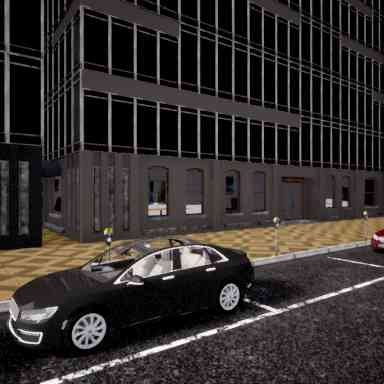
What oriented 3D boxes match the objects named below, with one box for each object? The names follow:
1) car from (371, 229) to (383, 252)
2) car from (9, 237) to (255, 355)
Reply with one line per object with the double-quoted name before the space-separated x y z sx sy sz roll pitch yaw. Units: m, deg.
"car" 8.472 1.581 12.601 4.206 1.307 1.802 0 0 -35
"car" -0.797 1.551 5.991 4.403 1.369 2.008 0 0 -35
